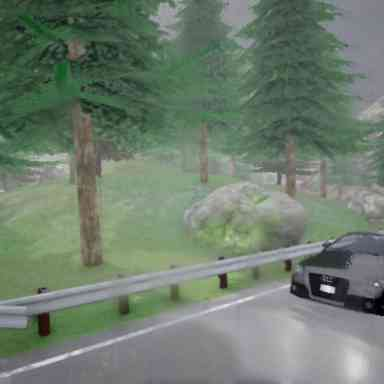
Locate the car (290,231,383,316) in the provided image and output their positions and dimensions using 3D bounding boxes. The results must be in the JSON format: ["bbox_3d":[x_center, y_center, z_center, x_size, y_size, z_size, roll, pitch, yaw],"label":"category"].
[{"bbox_3d":[4.038,1.599,7.431,4.181,1.385,1.994,0,-1,-40],"label":"car"}]
